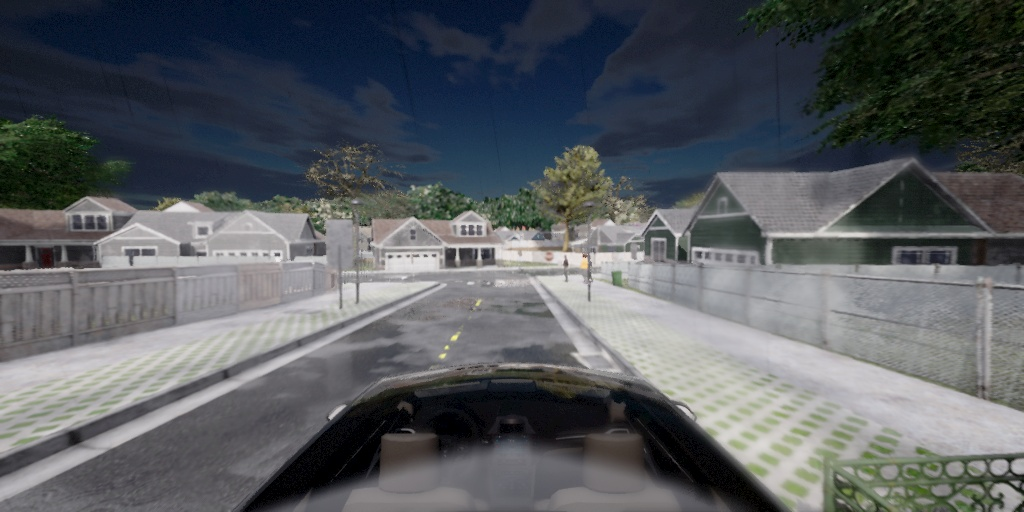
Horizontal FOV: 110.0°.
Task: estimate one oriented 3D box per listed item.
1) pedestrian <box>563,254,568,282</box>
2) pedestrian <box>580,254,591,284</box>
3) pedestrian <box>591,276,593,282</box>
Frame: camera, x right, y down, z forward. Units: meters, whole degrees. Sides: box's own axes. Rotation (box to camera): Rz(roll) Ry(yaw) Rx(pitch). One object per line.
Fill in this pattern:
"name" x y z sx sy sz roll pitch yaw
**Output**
"pedestrian" 3.509 0.779 23.511 0.375 1.860 0.375 -3 3 0
"pedestrian" 4.509 0.786 22.311 0.375 1.860 0.375 -3 3 0
"pedestrian" 4.773 0.783 22.911 0.375 1.860 0.375 -3 3 0
